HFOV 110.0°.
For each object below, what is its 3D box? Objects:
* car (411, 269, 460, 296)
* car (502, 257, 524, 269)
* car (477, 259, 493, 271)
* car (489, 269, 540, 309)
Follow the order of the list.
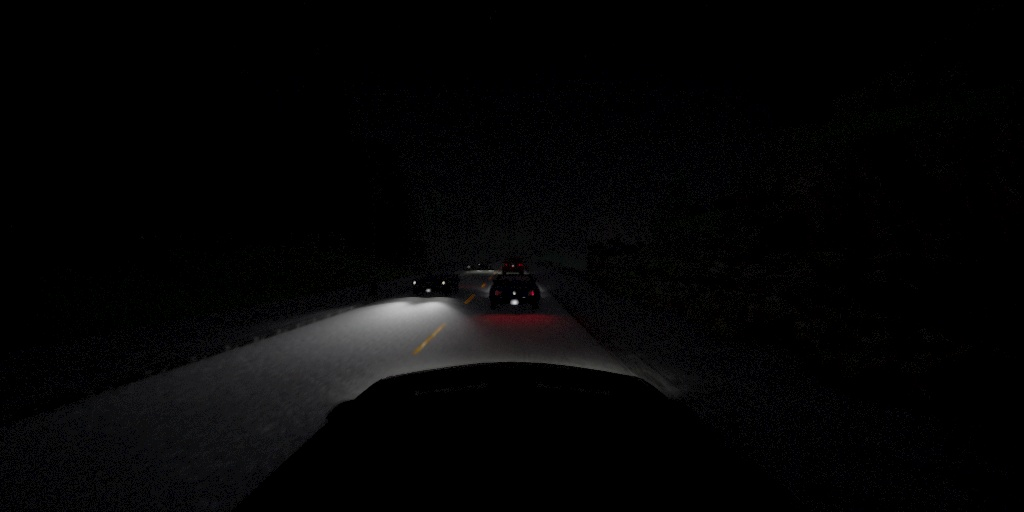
[{"bbox_3d":[-4.102,1.407,19.871,1.895,1.301,4.718,0,0,0],"label":"car"},{"bbox_3d":[0.092,1.087,38.598,2.150,2.045,5.566,0,0,0],"label":"car"},{"bbox_3d":[-4.050,1.265,53.877,2.097,1.767,4.553,0,0,1],"label":"car"},{"bbox_3d":[0.097,1.393,15.272,1.895,1.301,4.718,0,0,0],"label":"car"}]
